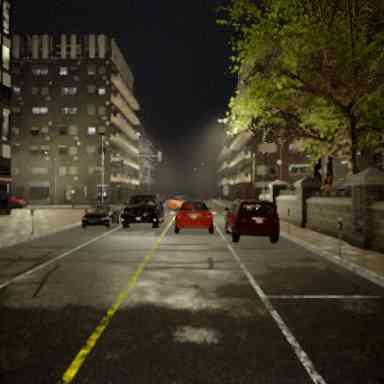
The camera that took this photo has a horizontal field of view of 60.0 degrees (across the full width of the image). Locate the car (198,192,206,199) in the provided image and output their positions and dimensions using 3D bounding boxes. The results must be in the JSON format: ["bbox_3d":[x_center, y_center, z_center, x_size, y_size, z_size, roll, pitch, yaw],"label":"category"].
[{"bbox_3d":[2.740,0.893,93.118,2.192,1.841,5.009,1,0,0],"label":"car"}]

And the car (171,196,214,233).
[{"bbox_3d":[0.108,1.282,19.326,2.097,1.767,4.553,0,0,0],"label":"car"}]

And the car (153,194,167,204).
[{"bbox_3d":[-5.656,1.196,59.172,1.967,1.590,4.097,1,0,0],"label":"car"}]

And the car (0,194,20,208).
[{"bbox_3d":[-27.478,1.283,47.287,5.009,1.841,2.192,0,0,1],"label":"car"}]

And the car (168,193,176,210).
[{"bbox_3d":[-1.396,1.209,37.283,2.097,1.767,4.553,0,0,-20],"label":"car"}]

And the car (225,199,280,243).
[{"bbox_3d":[2.708,1.259,15.742,2.192,1.841,5.009,1,0,0],"label":"car"}]

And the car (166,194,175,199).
[{"bbox_3d":[-5.646,1.175,87.490,1.947,1.339,4.313,1,0,0],"label":"car"}]

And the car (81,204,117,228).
[{"bbox_3d":[-5.673,1.474,21.228,2.008,1.369,4.403,1,0,0],"label":"car"}]

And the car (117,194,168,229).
[{"bbox_3d":[-3.012,1.147,21.503,2.150,2.045,5.566,0,0,0],"label":"car"}]

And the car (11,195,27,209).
[{"bbox_3d":[-22.085,1.197,38.793,5.009,1.841,2.192,0,0,1],"label":"car"}]

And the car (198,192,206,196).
[{"bbox_3d":[2.732,1.206,81.795,1.947,1.339,4.313,1,0,0],"label":"car"}]

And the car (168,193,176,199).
[{"bbox_3d":[-5.642,1.017,93.151,1.967,1.590,4.097,1,0,0],"label":"car"}]
